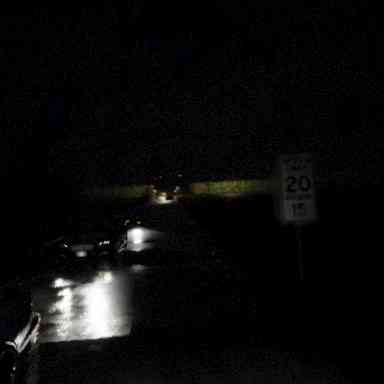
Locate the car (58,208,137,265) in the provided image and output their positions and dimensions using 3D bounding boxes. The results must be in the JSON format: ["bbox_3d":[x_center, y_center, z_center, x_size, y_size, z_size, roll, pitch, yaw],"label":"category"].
[{"bbox_3d":[-3.575,1.652,12.675,2.128,1.511,4.902,-3,0,-4],"label":"car"}]

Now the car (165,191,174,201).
[{"bbox_3d":[-5.312,1.210,78.337,2.033,1.411,5.357,-3,1,-4],"label":"car"}]

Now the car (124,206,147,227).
[{"bbox_3d":[-4.333,1.731,23.791,1.994,1.385,4.181,-3,0,-4],"label":"car"}]

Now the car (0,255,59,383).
[{"bbox_3d":[-2.851,1.688,2.261,2.033,1.411,5.357,-3,0,-4],"label":"car"}]
